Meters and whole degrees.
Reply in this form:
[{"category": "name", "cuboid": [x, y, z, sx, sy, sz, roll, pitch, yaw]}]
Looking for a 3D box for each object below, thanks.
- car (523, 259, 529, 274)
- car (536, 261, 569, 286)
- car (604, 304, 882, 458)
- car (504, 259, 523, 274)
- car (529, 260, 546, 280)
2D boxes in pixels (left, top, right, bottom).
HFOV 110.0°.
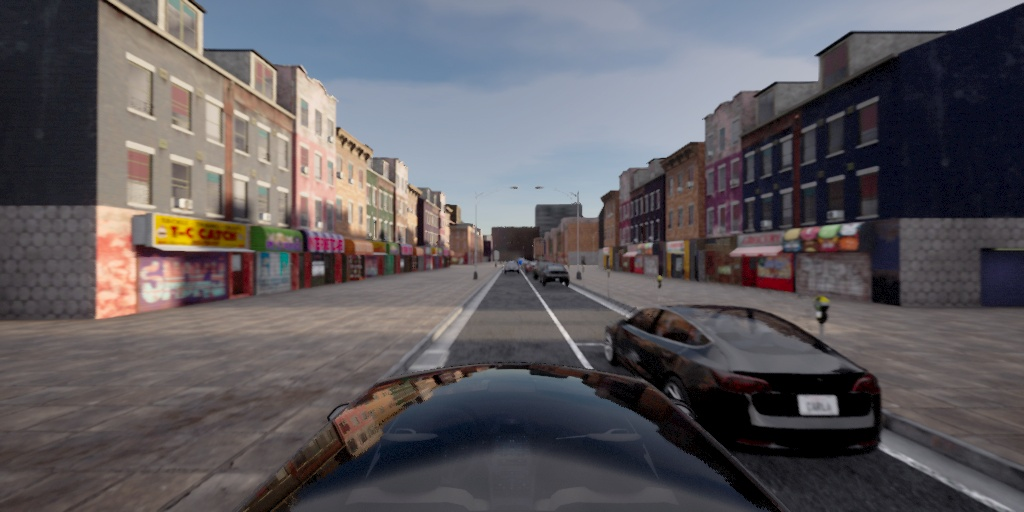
[{"category": "car", "cuboid": [2.629, 1.344, 44.922, 1.967, 1.591, 4.097, 0, 0, 0]}, {"category": "car", "cuboid": [3.016, 1.335, 26.300, 1.837, 1.490, 4.892, 0, 0, 0]}, {"category": "car", "cuboid": [2.637, 1.325, 5.166, 1.948, 1.339, 4.313, 0, 0, 0]}, {"category": "car", "cuboid": [-0.002, 1.476, 44.253, 2.033, 1.411, 5.357, 0, 0, 0]}, {"category": "car", "cuboid": [2.982, 1.211, 33.270, 2.097, 1.767, 4.553, 0, 0, 0]}]
